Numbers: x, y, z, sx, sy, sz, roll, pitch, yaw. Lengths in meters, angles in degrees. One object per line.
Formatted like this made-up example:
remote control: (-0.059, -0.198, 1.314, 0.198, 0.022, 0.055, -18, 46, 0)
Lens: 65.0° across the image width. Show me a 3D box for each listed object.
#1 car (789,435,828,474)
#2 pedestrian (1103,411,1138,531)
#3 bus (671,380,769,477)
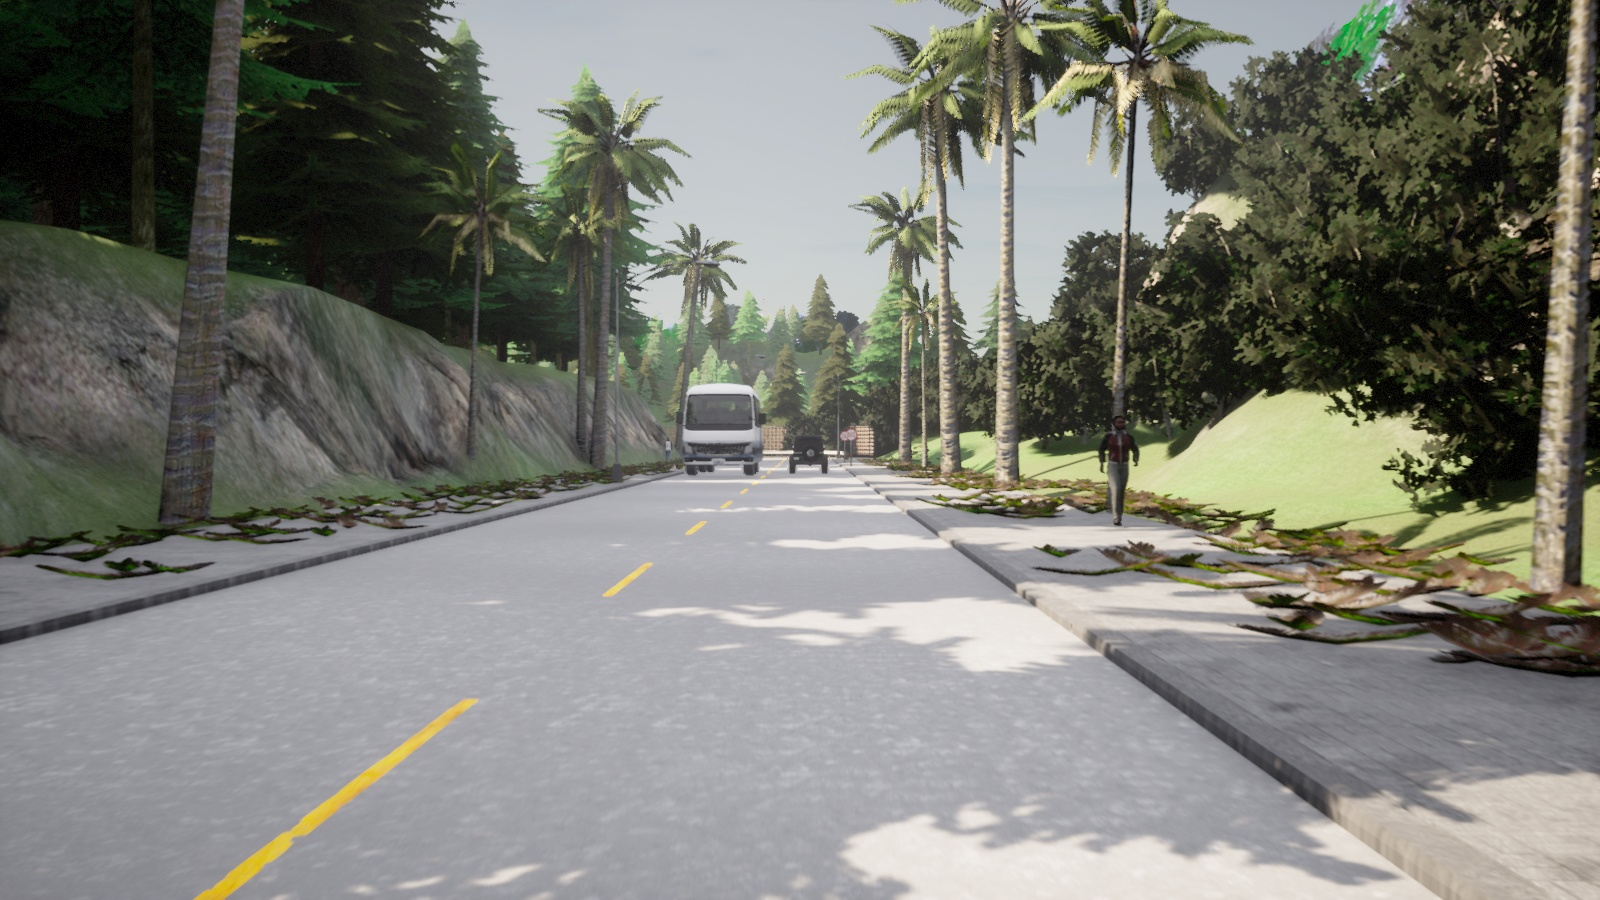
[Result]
car: (0.429, 0.190, 62.641, 1.905, 1.878, 3.866, 0, 0, 0)
pedestrian: (5.226, 0.335, 20.505, 0.402, 1.930, 0.666, 0, 0, 1)
bus: (-3.592, -0.970, 59.759, 3.944, 4.253, 10.273, 0, 0, 0)
